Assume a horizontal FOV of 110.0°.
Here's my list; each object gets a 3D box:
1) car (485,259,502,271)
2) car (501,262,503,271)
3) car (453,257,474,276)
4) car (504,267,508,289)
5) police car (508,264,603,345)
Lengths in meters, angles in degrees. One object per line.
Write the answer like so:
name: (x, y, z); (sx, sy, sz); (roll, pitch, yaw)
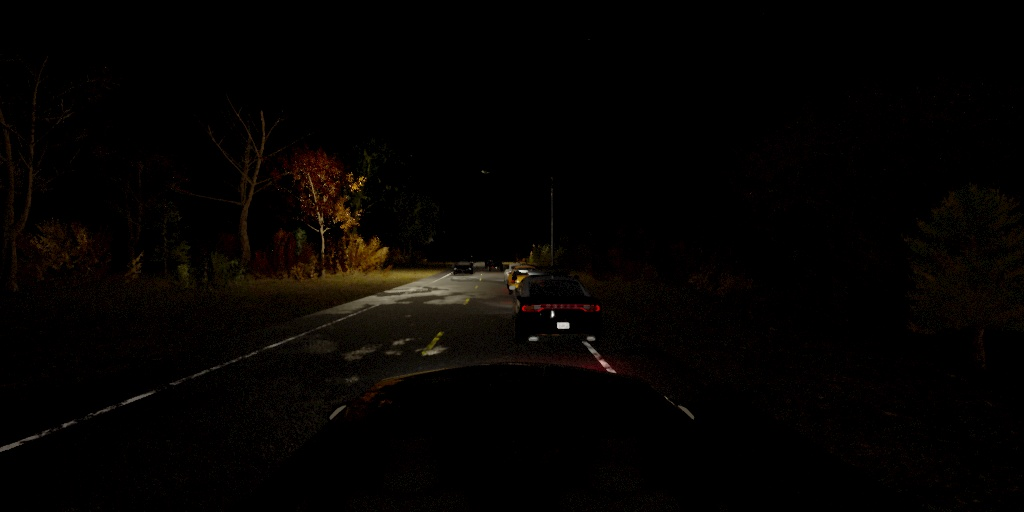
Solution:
car: (-2.225, 1.230, 47.638); (1.837, 1.490, 4.892); (0, 0, -5)
car: (0.401, 1.262, 25.651); (1.812, 1.442, 4.674); (0, 0, -3)
car: (-5.054, 1.211, 37.694); (1.882, 1.535, 5.008); (0, 0, -4)
car: (0.667, 1.198, 19.813); (1.801, 1.575, 5.366); (0, 0, -2)
police car: (0.964, 1.173, 9.681); (1.930, 1.638, 5.238); (0, 0, -1)
